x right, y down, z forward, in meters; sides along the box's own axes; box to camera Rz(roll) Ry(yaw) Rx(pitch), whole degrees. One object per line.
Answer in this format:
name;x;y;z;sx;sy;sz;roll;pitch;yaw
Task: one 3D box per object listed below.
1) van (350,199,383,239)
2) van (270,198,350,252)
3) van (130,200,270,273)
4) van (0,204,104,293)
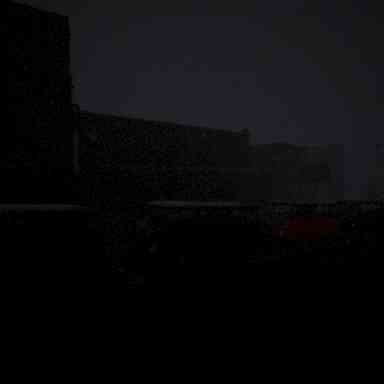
van;8.791;1.352;17.712;4.442;1.987;1.878;2;1;-44
van;4.555;1.305;14.058;4.442;1.987;1.878;2;1;-39
van;0.198;1.267;10.553;4.442;1.987;1.878;2;1;-39
van;-4.262;1.239;7.199;4.442;1.987;1.878;2;1;-38
